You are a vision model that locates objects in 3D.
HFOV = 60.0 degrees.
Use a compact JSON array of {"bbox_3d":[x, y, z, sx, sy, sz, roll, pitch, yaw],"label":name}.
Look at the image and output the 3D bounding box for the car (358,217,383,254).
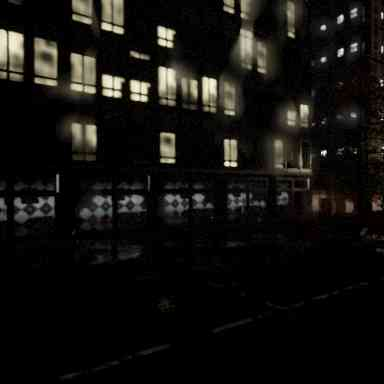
[{"bbox_3d":[7.836,1.394,12.132,4.097,1.590,1.967,0,0,-35],"label":"car"}]
